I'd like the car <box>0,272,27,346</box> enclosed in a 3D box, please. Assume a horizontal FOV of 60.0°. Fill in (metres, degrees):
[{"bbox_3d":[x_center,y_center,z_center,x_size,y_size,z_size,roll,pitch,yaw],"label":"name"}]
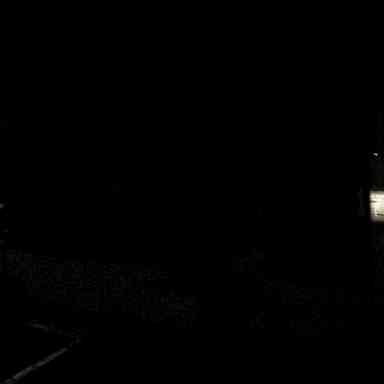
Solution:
[{"bbox_3d":[-4.338,1.509,4.757,4.313,1.339,1.947,0,2,25],"label":"car"}]
